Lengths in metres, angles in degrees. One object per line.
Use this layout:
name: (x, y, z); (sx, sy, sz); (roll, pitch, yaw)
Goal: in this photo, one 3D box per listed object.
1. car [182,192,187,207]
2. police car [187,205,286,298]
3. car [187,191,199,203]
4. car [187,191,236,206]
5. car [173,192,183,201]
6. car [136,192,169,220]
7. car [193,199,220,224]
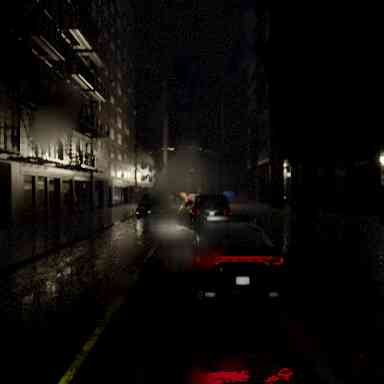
car: (0.147, 1.094, 45.566); (2.097, 1.767, 4.553); (0, 0, 1)
police car: (0.920, 1.371, 8.557); (1.930, 1.638, 5.238); (0, 0, 0)
car: (0.150, 0.896, 59.560); (2.150, 2.045, 5.566); (0, 0, 0)
car: (0.947, 1.111, 18.476); (2.150, 2.045, 5.566); (0, 0, 0)
car: (-2.833, 1.151, 68.155); (1.812, 1.442, 4.674); (0, 0, 0)
car: (-3.034, 1.060, 26.629); (2.150, 2.045, 5.566); (0, 0, 0)
car: (0.962, 1.357, 24.448); (1.837, 1.490, 4.892); (0, 0, 0)
